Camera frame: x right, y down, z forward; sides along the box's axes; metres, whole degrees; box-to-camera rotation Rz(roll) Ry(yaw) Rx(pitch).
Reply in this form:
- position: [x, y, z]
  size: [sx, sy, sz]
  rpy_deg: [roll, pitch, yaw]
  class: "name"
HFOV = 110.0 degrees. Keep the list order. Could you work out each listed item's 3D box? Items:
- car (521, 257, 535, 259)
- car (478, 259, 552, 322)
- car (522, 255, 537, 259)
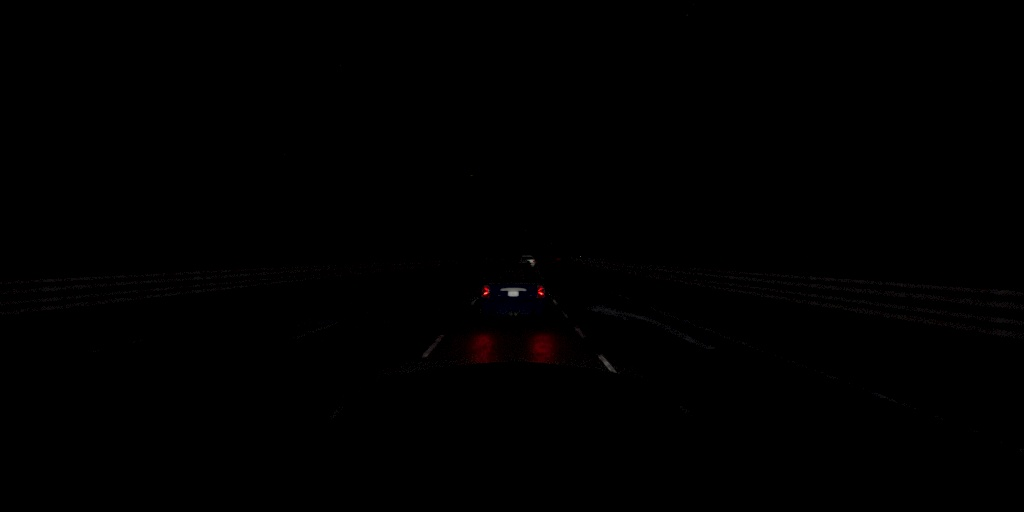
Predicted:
- position: [1.393, 1.210, 40.942]
  size: [1.882, 1.535, 5.008]
  rpy_deg: [0, 0, 4]
  class: "car"
- position: [0.078, 1.092, 12.356]
  size: [2.097, 1.767, 4.553]
  rpy_deg: [0, 0, 1]
  class: "car"
- position: [2.390, 0.932, 52.256]
  size: [2.150, 2.045, 5.566]
  rpy_deg: [0, 0, 6]
  class: "car"
